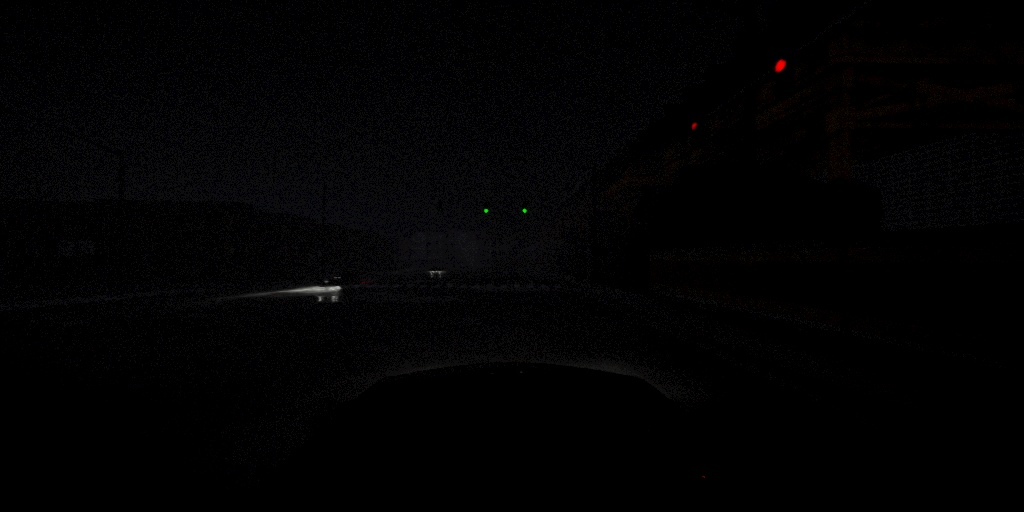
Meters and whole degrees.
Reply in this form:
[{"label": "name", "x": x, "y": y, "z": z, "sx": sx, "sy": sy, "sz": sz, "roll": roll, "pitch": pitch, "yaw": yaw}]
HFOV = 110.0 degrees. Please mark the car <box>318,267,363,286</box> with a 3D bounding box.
[{"label": "car", "x": -13.994, "y": 1.668, "z": 29.505, "sx": 2.128, "sy": 1.511, "sz": 4.902, "roll": 0, "pitch": 0, "yaw": 0}]
